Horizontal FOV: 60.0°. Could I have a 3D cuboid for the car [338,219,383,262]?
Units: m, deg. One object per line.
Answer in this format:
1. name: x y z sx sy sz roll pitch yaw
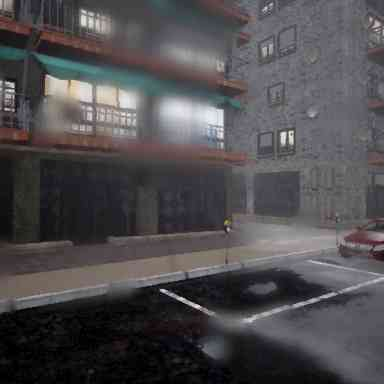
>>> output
1. car: 6.735 1.584 11.352 4.206 1.307 1.802 0 1 -35
